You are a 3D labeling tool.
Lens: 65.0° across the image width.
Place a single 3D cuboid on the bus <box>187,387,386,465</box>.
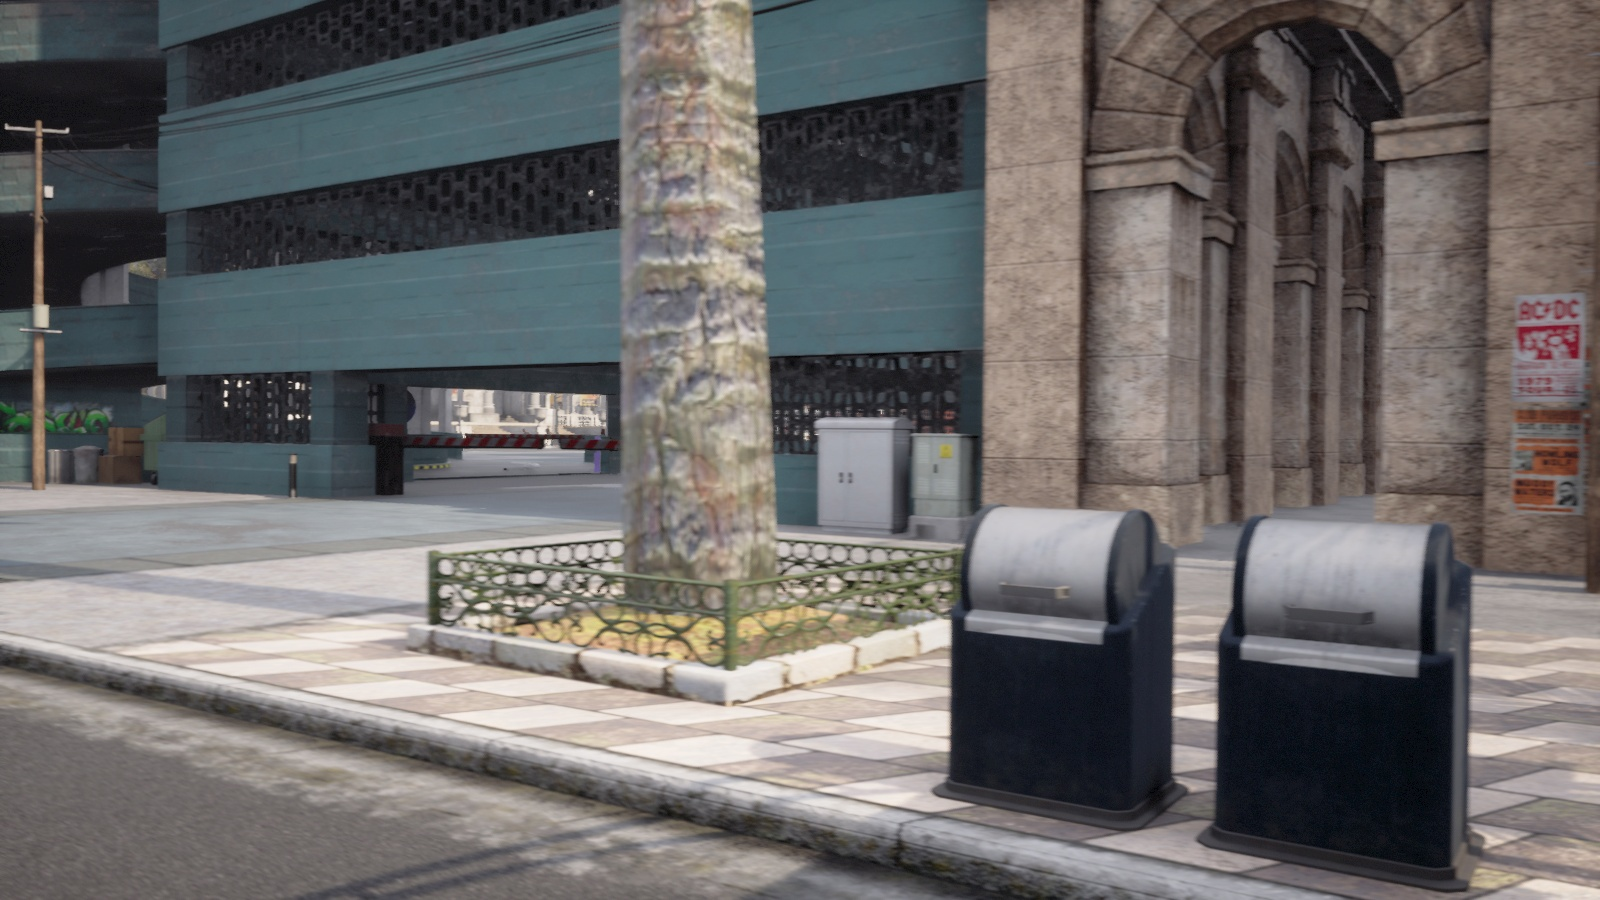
[{"bbox_3d":[-29.804,-1.377,73.447,3.944,4.253,10.273,0,1,34],"label":"bus"}]
